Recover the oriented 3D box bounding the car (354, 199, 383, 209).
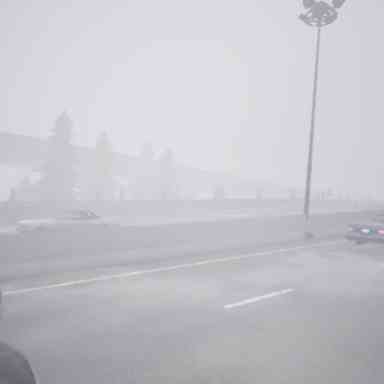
[{"bbox_3d":[21.935,1.595,41.104,4.902,1.511,2.128,2,-1,-35],"label":"car"}]

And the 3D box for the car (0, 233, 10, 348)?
[{"bbox_3d":[-5.262,1.491,4.293,4.902,1.511,2.128,0,0,-35],"label":"car"}]

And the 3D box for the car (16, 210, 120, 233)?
[{"bbox_3d":[-6.176,1.600,16.781,4.718,1.301,1.895,0,0,-35],"label":"car"}]

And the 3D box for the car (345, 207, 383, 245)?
[{"bbox_3d":[8.731,1.546,14.270,5.357,1.411,2.033,0,0,-35],"label":"car"}]

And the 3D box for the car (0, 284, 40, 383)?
[{"bbox_3d":[-3.280,1.491,1.407,4.902,1.511,2.128,0,0,-35],"label":"car"}]
